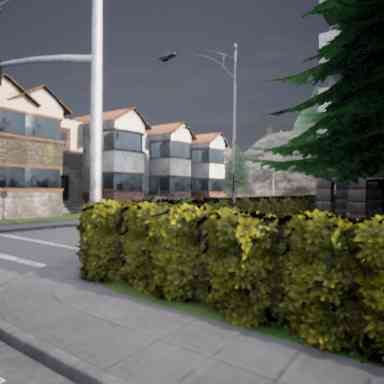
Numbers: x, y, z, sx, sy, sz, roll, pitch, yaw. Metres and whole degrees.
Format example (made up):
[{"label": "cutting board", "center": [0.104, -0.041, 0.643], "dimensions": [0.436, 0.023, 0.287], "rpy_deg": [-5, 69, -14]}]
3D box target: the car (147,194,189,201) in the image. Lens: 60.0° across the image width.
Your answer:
[{"label": "car", "center": [-2.126, 1.165, 24.050], "dimensions": [2.150, 2.045, 5.566], "rpy_deg": [1, 1, 35]}]
